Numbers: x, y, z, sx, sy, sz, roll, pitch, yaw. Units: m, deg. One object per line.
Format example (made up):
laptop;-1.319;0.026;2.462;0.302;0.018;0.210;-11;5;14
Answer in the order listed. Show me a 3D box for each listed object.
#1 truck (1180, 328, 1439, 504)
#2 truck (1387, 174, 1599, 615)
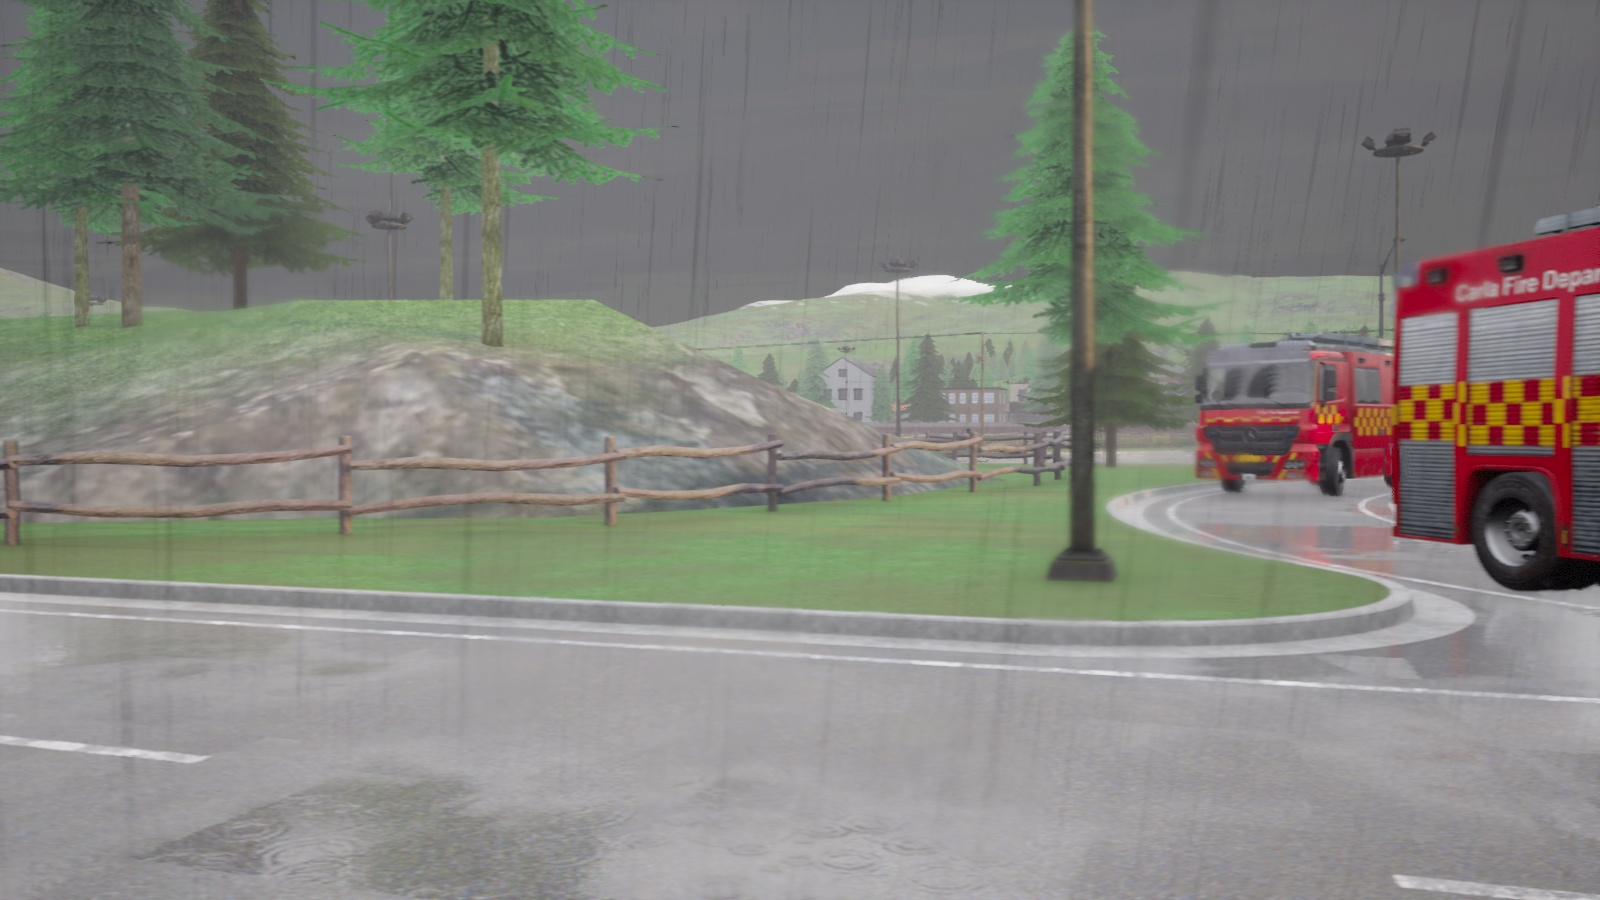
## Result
truck;12.882;-0.790;31.241;2.891;3.827;8.468;1;1;45
truck;8.662;-0.461;9.754;2.891;3.827;8.468;0;1;-12
